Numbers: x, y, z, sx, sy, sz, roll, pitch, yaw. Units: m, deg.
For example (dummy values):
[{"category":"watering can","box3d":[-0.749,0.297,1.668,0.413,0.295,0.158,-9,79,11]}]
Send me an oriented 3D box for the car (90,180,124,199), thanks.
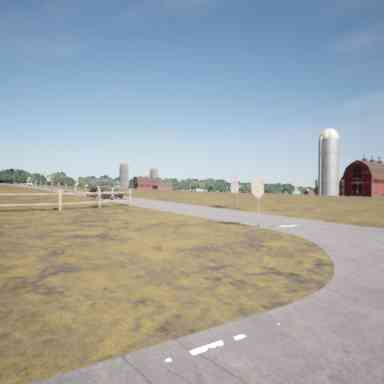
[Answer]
[{"category":"car","box3d":[-9.549,-0.294,37.186,2.150,2.045,5.566,1,2,-36]}]
